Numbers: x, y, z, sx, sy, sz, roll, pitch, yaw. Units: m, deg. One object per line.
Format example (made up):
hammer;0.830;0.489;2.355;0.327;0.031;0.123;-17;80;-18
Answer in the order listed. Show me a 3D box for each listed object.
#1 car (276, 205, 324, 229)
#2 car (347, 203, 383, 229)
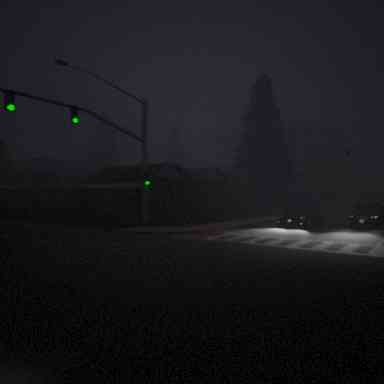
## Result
car;7.108;1.560;21.718;1.994;1.385;4.181;0;0;38
car;11.662;1.489;21.897;2.128;1.511;4.902;0;0;38
